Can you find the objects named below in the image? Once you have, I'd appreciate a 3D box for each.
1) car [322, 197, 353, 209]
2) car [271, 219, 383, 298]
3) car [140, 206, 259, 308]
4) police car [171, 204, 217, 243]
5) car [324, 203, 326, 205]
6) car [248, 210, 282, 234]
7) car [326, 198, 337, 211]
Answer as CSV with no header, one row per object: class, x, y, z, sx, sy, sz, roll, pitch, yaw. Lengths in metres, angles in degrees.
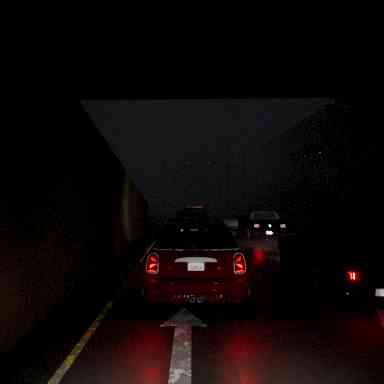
car,17.553,1.295,39.987,1.853,1.218,4.536,0,0,45
car,3.603,1.601,8.471,1.895,1.301,4.718,0,0,0
car,0.079,1.352,8.055,2.097,1.767,4.553,0,0,0
police car,0.087,1.504,17.180,2.038,1.542,4.974,0,0,0
car,17.516,1.453,39.950,2.038,1.542,4.974,0,0,45
car,3.591,1.601,17.628,1.895,1.301,4.718,0,0,0
car,17.414,1.453,35.343,2.038,1.542,4.974,0,0,-35
